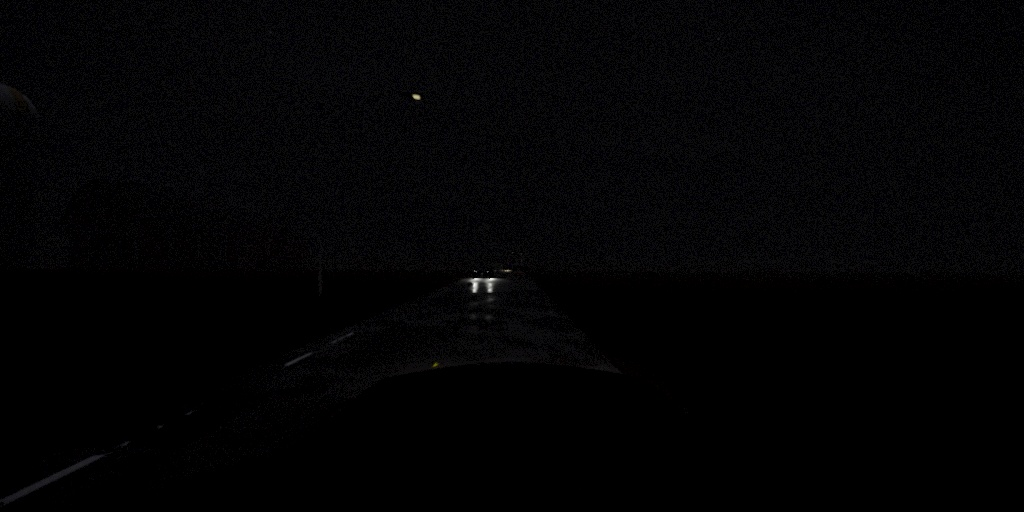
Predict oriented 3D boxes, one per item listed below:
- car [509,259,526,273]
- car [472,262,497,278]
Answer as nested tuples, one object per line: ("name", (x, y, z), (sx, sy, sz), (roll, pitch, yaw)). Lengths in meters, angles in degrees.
("car", (0.940, 1.595, 51.268), (1.882, 1.535, 5.008), (0, -1, 0))
("car", (-2.855, 1.449, 36.668), (1.837, 1.490, 4.892), (0, 0, 0))
